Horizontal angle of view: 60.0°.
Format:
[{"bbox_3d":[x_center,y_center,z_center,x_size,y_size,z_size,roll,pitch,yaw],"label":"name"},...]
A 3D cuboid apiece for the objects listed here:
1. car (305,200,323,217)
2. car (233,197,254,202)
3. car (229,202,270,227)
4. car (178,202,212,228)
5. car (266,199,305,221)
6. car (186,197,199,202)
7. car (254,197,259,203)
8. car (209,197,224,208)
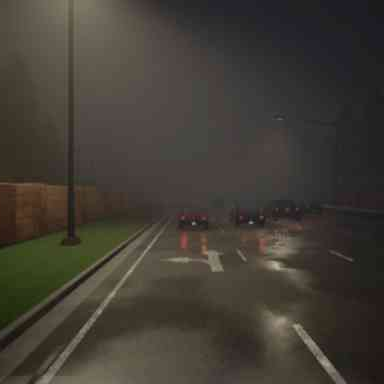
[{"bbox_3d":[10.610,1.480,31.202,2.128,1.511,4.902,0,0,0],"label":"car"},{"bbox_3d":[7.018,1.530,47.688,2.033,1.411,5.357,0,0,0],"label":"car"},{"bbox_3d":[3.607,1.592,22.531,1.895,1.301,4.718,0,0,0],"label":"car"},{"bbox_3d":[0.106,1.593,21.994,1.895,1.301,4.718,0,0,0],"label":"car"},{"bbox_3d":[7.107,1.343,26.891,2.097,1.767,4.553,0,0,0],"label":"car"},{"bbox_3d":[0.016,1.508,47.782,1.812,1.442,4.674,0,0,0],"label":"car"},{"bbox_3d":[10.582,1.541,58.874,1.994,1.385,4.181,0,0,0],"label":"car"},{"bbox_3d":[3.516,1.489,47.424,1.837,1.490,4.892,0,0,0],"label":"car"}]
